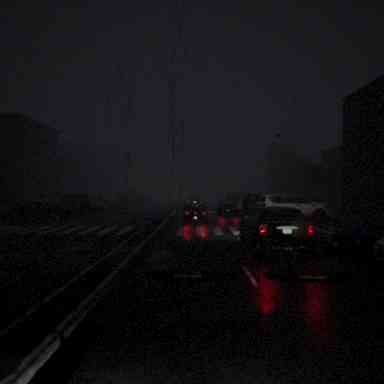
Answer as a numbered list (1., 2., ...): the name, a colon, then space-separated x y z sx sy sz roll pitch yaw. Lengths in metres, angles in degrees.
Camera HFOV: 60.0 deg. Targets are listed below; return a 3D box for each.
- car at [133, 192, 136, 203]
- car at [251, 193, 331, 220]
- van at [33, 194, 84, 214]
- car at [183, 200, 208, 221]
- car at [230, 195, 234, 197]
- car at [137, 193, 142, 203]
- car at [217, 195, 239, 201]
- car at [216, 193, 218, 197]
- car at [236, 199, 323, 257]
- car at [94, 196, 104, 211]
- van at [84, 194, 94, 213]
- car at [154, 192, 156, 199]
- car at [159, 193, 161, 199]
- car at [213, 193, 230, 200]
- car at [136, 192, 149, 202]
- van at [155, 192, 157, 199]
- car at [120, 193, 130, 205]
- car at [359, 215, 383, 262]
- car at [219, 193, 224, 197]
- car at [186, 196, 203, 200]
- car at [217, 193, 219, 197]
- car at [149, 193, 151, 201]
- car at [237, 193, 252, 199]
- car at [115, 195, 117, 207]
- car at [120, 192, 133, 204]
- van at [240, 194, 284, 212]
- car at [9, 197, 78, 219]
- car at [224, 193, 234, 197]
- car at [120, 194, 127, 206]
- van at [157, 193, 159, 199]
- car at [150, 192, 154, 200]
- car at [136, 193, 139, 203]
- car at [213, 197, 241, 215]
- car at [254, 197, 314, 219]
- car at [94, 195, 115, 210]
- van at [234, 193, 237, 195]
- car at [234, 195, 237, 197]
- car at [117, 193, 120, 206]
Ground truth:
1. car: -12.191 1.213 55.136 4.553 1.767 2.185 0 0 0
2. car: 7.831 1.200 26.035 5.566 2.045 2.435 0 0 0
3. van: -12.517 1.177 30.125 4.442 1.987 1.878 0 0 0
4. car: 0.264 1.570 26.401 1.895 1.301 4.718 0 0 0
5. car: 7.922 1.429 45.340 4.674 1.452 2.002 0 0 0
6. car: -12.177 1.333 60.695 4.892 1.521 2.231 0 0 0
7. car: 8.113 1.395 75.669 4.674 1.452 2.002 0 0 0
8. car: 8.075 1.352 70.155 4.892 1.521 2.231 0 0 0
9. car: 3.182 1.339 13.170 2.097 1.767 4.553 0 0 0
10. car: -12.363 1.428 35.683 4.674 1.452 2.002 0 0 0
11. van: -12.497 1.170 32.904 4.442 1.987 1.878 0 0 0
12. car: -12.024 1.393 82.800 4.674 1.452 2.002 0 0 0
13. car: -11.994 1.129 91.263 5.566 2.045 2.435 0 0 0
14. car: 8.189 1.266 92.211 4.553 1.767 2.185 0 0 0
15. car: -12.115 1.079 66.253 5.566 2.045 2.435 0 0 0
16. van: -12.122 1.136 85.706 4.442 1.987 1.878 0 0 0
17. car: -12.268 1.350 49.579 4.892 1.521 2.231 0 0 0
18. car: 7.700 1.518 9.490 4.674 1.452 2.002 0 0 0
19. car: 8.040 1.106 59.126 5.566 2.045 2.435 0 0 0
20. car: 0.362 1.271 41.917 2.097 1.767 4.553 0 0 0
21. car: 8.093 1.381 67.397 4.792 1.488 2.163 0 0 0
22. car: -11.939 1.329 69.029 5.366 1.575 1.946 0 0 0
23. car: 7.883 1.175 34.309 5.566 2.045 2.435 0 0 0
24. car: -12.316 1.371 41.242 5.008 1.535 2.097 0 0 0
25. car: -12.211 1.217 52.356 4.553 1.767 2.185 0 0 0
26. van: 7.756 1.191 37.068 4.442 1.987 1.878 0 0 0
27. car: -12.414 1.411 27.345 4.892 1.521 2.231 0 0 0
28. car: 7.757 1.377 48.099 5.366 1.575 1.946 0 0 0
29. car: -12.277 1.356 46.802 5.008 1.535 2.097 0 0 0
30. van: -11.869 1.144 88.482 4.442 1.987 1.878 0 0 0
31. car: -12.056 1.085 74.587 5.566 2.045 2.435 0 0 0
32. car: -12.200 1.374 57.916 4.674 1.452 2.002 0 0 0
33. car: 3.314 1.477 32.517 1.812 1.442 4.674 0 0 0
34. car: 7.850 1.318 28.670 4.553 1.767 2.185 0 0 0
35. car: -12.156 1.377 38.461 5.366 1.575 1.946 0 0 0
36. van: 8.024 1.171 42.582 4.442 1.987 1.878 0 0 0
37. car: 7.895 1.407 39.826 5.008 1.535 2.097 0 0 0
38. car: -12.333 1.238 44.020 4.553 1.767 2.185 0 0 0
